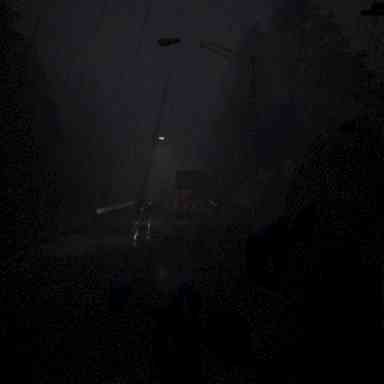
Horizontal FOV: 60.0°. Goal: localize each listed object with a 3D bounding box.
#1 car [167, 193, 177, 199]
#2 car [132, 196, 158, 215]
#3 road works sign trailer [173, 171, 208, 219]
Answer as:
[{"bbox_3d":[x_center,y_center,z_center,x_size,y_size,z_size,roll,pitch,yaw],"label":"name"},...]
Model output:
[{"bbox_3d":[-4.207,0.881,71.567,1.882,1.535,5.008,0,1,0],"label":"car"},{"bbox_3d":[-4.102,1.155,29.704,2.128,1.511,4.902,0,1,0],"label":"car"},{"bbox_3d":[0.007,0.176,25.345,2.380,3.560,2.880,0,1,0],"label":"road works sign trailer"}]
